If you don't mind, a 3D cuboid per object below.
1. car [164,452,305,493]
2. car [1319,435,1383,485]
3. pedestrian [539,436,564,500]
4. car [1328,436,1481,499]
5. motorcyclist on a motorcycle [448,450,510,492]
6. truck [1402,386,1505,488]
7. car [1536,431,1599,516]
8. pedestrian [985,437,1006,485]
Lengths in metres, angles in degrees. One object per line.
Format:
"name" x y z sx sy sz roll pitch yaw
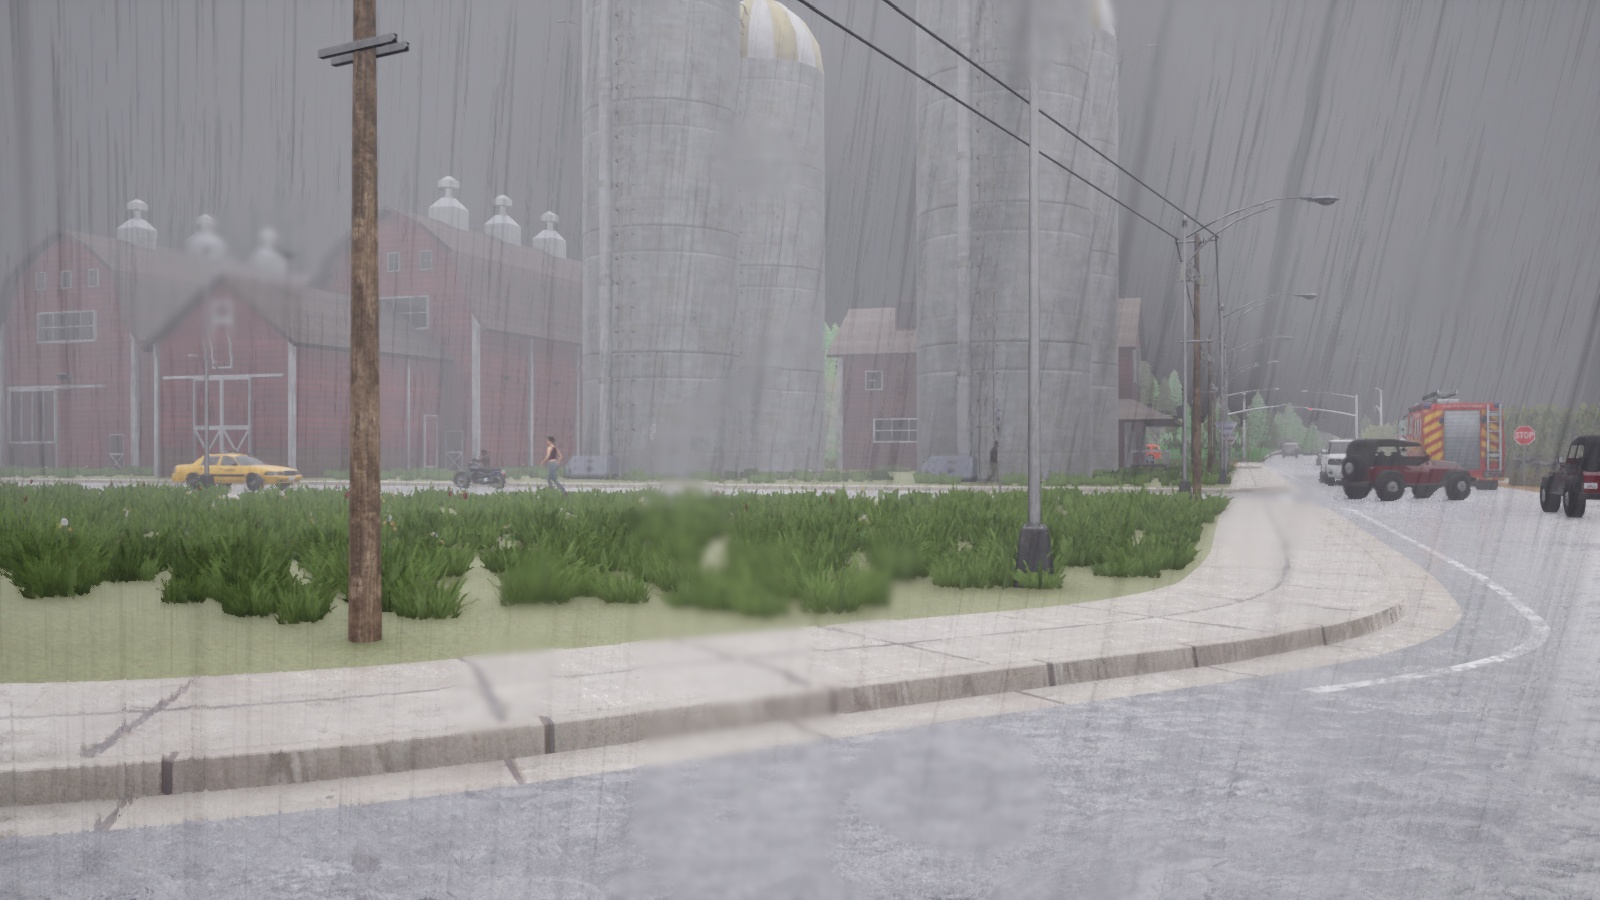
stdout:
"car" -22.622 0.877 50.239 5.366 1.575 1.801 0 0 19
"car" 24.063 0.414 54.977 2.150 2.045 5.566 0 0 19
"pedestrian" -7.145 0.507 36.132 0.594 1.836 0.345 0 0 13
"car" 18.517 0.514 38.521 3.866 1.878 1.905 0 0 -11
"motorcyclist on a motorcycle" -12.950 0.838 50.688 2.350 1.649 0.766 0 0 19
"truck" 26.531 -0.483 51.321 2.891 3.827 8.468 0 0 22
"car" 18.795 0.509 29.445 1.905 1.878 3.866 0 0 19
"pedestrian" 7.572 0.435 48.594 0.703 1.840 0.431 0 0 31
